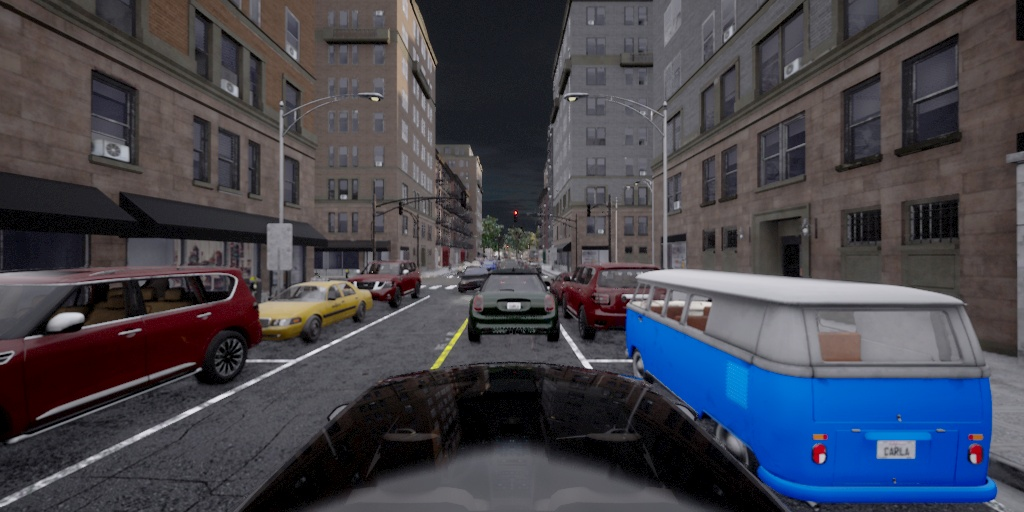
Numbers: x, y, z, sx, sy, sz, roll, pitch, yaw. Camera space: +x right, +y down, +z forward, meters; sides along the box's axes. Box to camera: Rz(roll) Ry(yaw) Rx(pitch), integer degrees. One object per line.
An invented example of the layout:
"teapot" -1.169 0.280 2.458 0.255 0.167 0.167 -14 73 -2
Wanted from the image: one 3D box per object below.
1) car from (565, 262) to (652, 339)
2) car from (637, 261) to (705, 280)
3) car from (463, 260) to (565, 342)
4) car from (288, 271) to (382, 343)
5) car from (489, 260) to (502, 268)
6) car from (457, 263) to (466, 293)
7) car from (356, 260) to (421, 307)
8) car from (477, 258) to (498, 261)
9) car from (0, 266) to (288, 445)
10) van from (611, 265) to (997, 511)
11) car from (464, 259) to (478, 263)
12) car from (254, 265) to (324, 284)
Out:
"car" 2.631 1.081 9.989 2.192 1.841 5.009 0 0 0
"car" 13.605 1.228 30.833 4.902 1.511 2.128 0 0 0
"car" 0.027 1.118 9.986 2.097 1.767 4.553 0 0 0
"car" -5.406 1.291 9.812 1.751 1.417 4.829 0 0 0
"car" -2.870 1.433 62.942 1.994 1.385 4.181 0 0 0
"car" -2.078 1.333 21.260 2.033 1.411 5.357 0 0 -7
"car" -5.412 1.091 15.662 2.192 1.841 5.009 0 0 0
"car" -2.880 1.306 42.915 1.882 1.535 5.008 0 0 0
"car" -5.400 1.070 4.305 2.192 1.841 5.009 0 0 0
"van" 2.636 1.096 4.310 1.690 1.789 3.998 0 0 0
"car" -5.452 1.353 42.499 1.751 1.417 4.829 0 0 0
"car" -17.216 1.432 27.813 4.181 1.385 1.994 0 0 0
